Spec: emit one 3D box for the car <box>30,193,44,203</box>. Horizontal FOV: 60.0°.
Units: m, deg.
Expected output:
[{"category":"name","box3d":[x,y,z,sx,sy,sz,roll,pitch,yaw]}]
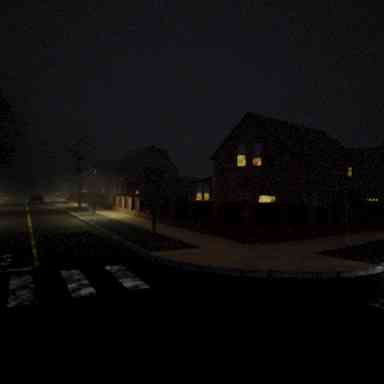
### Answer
[{"category":"car","box3d":[-25.102,0.923,53.822,1.882,1.535,5.008,0,1,-27]}]
